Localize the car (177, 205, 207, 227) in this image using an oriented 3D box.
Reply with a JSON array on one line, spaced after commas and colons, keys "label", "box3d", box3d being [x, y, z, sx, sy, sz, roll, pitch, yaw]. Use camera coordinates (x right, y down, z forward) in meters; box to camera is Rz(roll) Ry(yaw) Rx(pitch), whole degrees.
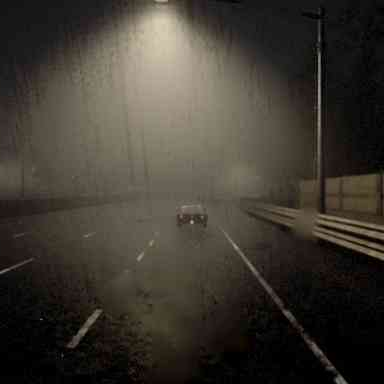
[{"label": "car", "box3d": [0.001, 1.528, 22.377, 1.895, 1.301, 4.718, 0, 0, 0]}]
